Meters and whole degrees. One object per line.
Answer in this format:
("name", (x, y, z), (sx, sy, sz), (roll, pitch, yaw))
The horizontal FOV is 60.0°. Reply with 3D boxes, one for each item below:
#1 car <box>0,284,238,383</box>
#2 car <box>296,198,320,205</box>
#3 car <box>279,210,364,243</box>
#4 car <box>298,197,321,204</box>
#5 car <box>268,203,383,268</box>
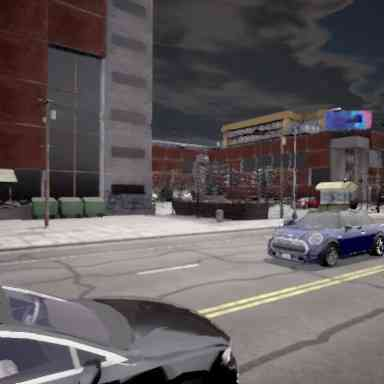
("car", (-1.784, 1.492, 2.475), (4.902, 1.511, 2.128), (0, 0, -36))
("car", (22.974, 1.862, 65.808), (4.674, 1.452, 2.002), (1, 0, -36))
("car", (6.936, 1.723, 17.564), (4.718, 1.301, 1.895), (1, 0, -36))
("car", (16.090, 1.566, 46.740), (4.553, 1.767, 2.185), (1, 0, -36))
("car", (4.784, 1.434, 11.720), (4.553, 1.767, 2.097), (1, 0, -36))
